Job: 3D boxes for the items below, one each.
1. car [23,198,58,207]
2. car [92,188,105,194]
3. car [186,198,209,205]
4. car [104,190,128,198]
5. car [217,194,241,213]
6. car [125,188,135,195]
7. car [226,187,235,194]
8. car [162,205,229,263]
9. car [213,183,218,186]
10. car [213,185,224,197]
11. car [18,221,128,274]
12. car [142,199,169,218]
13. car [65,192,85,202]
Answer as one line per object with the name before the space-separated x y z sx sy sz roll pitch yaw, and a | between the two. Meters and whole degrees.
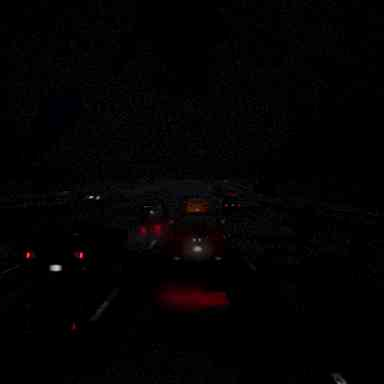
car | -16.944 1.326 37.422 1.895 1.301 4.718 0 1 2
car | -21.391 -0.283 76.320 1.882 1.535 5.008 0 2 1
car | 0.522 1.311 30.101 1.882 1.535 5.008 0 1 1
car | -12.679 0.827 55.971 1.994 1.385 4.181 0 2 3
car | 3.994 1.276 34.462 2.033 1.411 5.357 0 1 2
car | -14.860 -0.181 78.703 1.882 1.535 5.008 0 2 4
car | 10.015 -0.342 86.221 2.128 1.511 4.902 0 2 5
car | 0.180 1.444 11.829 1.882 1.535 5.008 0 0 1
car | 6.771 -0.675 88.364 2.150 2.045 5.566 0 2 4
car | 5.804 0.056 72.567 2.097 1.767 4.553 0 2 4
car | -3.337 1.574 10.428 1.895 1.301 4.718 0 0 1
car | -3.029 1.348 28.173 2.128 1.511 4.902 0 1 1
car | -19.676 0.761 56.083 2.128 1.511 4.902 0 2 3
